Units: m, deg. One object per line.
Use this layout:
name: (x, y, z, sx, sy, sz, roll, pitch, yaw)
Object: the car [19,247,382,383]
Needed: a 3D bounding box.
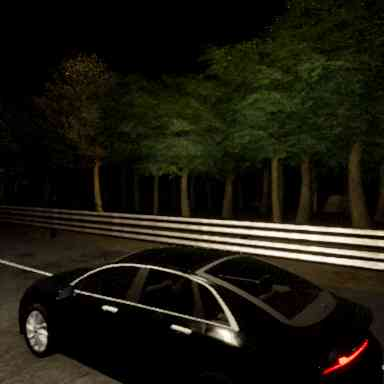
car: (-0.358, 1.490, 4.316, 4.892, 1.490, 1.837, 0, 0, 36)
